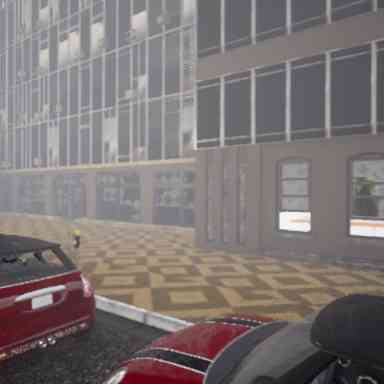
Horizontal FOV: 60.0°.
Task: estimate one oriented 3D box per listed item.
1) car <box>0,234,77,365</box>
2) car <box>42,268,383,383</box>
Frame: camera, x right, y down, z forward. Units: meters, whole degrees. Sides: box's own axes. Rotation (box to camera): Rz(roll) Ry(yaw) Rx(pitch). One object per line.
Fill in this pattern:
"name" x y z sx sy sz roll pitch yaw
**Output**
"car" -3.480 1.399 5.358 4.097 1.590 1.967 1 0 36
"car" 1.154 1.439 2.053 4.097 1.590 1.967 0 0 35
